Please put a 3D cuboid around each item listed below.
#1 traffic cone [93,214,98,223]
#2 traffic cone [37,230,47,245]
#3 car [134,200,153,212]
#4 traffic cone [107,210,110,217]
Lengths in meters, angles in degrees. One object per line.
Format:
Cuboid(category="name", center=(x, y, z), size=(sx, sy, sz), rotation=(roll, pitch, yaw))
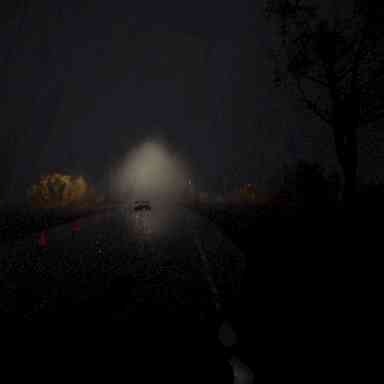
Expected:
Cuboid(category="traffic cone", center=(-6.920, 1.904, 24.066), size=(0.340, 0.580, 0.340), rotation=(0, 0, -4))
Cuboid(category="traffic cone", center=(-6.368, 1.919, 14.166), size=(0.340, 0.580, 0.340), rotation=(0, 0, -2))
Cuboid(category="car", center=(-5.537, 1.540, 37.534), size=(1.895, 1.301, 4.718), rotation=(0, 0, -12))
Cuboid(category="traffic cone", center=(-7.297, 1.900, 29.010), size=(0.340, 0.580, 0.340), rotation=(0, 0, -5))
